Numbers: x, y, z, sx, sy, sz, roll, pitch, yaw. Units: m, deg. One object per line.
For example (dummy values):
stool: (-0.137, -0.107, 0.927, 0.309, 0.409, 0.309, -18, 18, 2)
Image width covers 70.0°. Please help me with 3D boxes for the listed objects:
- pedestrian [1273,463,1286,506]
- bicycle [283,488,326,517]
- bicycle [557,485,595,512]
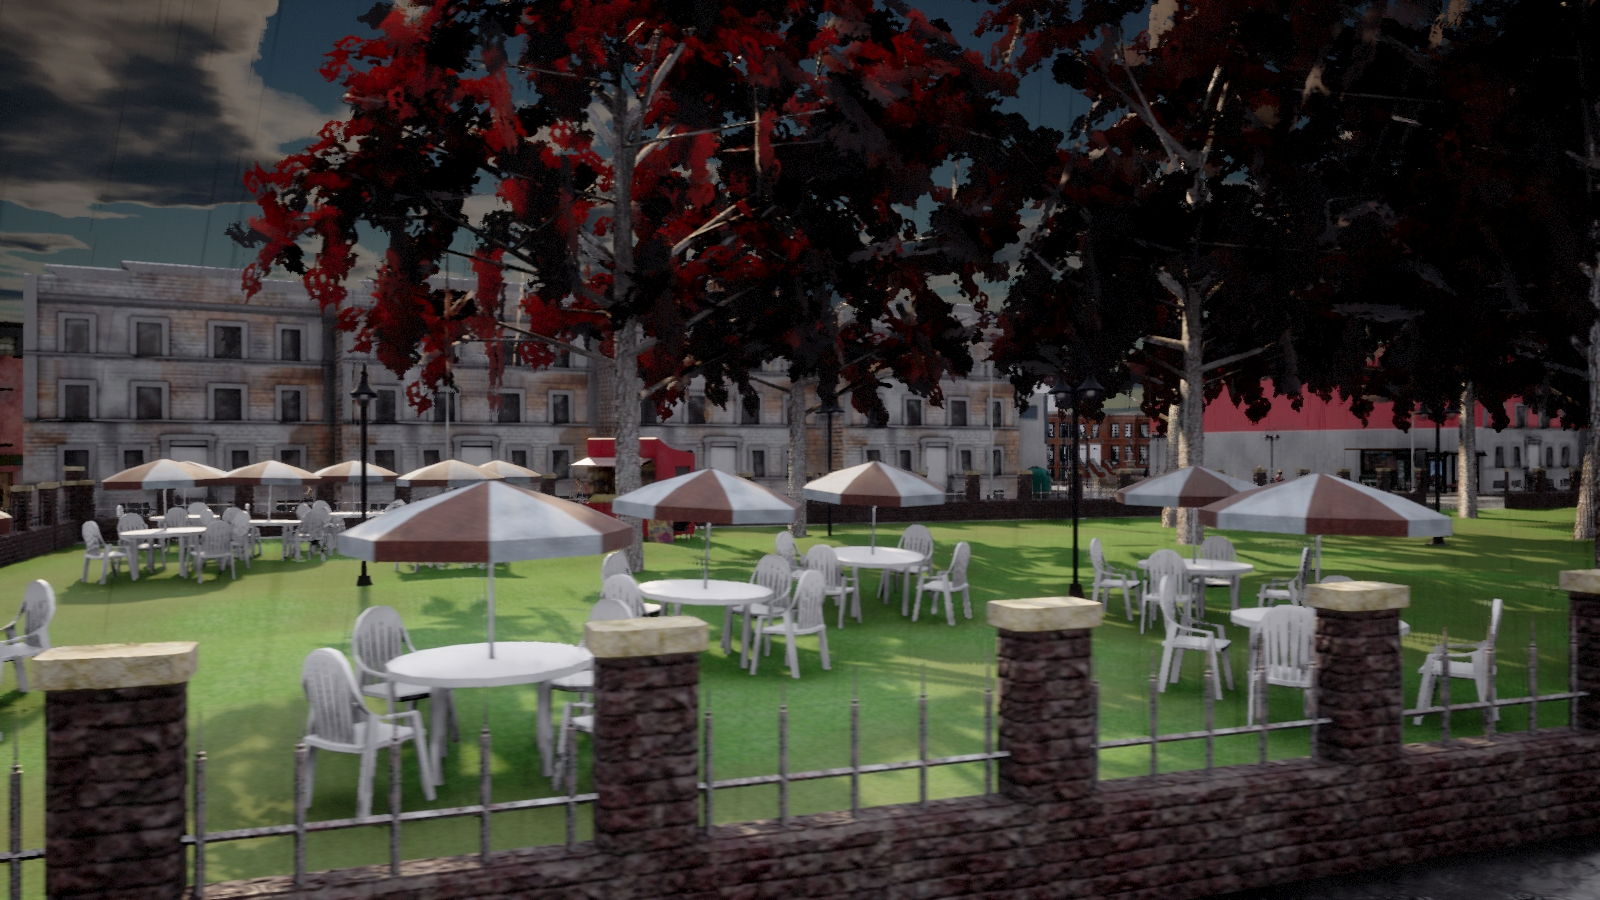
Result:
pedestrian: (21.116, 1.524, 50.359, 0.375, 1.860, 0.375, 0, 0, -20)
bicycle: (-19.462, 2.036, 44.898, 1.487, 1.080, 0.859, 0, 0, -21)
bicycle: (-9.521, 2.036, 48.501, 1.487, 1.080, 0.859, 0, 0, -20)
